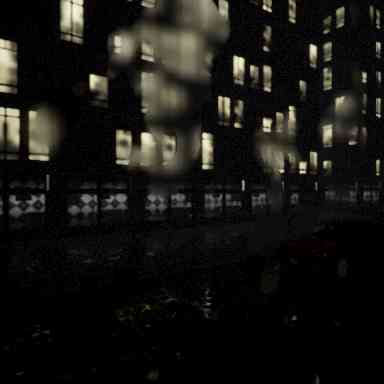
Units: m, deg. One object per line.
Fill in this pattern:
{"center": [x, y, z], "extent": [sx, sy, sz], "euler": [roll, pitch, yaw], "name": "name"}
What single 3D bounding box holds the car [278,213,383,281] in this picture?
{"center": [4.402, 1.483, 9.697], "extent": [4.507, 1.381, 1.887], "euler": [0, 1, -36], "name": "car"}
